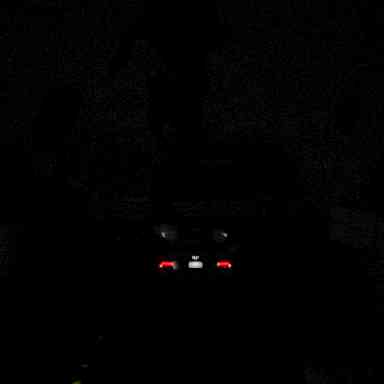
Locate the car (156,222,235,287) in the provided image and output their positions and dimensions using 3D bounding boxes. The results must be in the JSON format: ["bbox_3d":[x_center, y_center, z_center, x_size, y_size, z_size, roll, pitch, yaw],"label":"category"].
[{"bbox_3d":[0.080,1.565,9.410,2.033,1.411,5.357,0,0,0],"label":"car"}]
